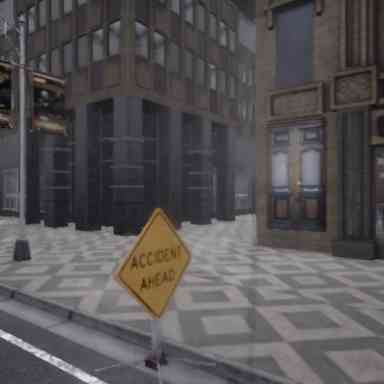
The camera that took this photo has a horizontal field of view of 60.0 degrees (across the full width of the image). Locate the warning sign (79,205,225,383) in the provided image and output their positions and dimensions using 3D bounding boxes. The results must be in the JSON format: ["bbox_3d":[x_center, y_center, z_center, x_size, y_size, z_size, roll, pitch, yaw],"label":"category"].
[{"bbox_3d":[-0.411,1.110,3.823,1.060,1.860,1.300,0,0,36],"label":"warning sign"}]
